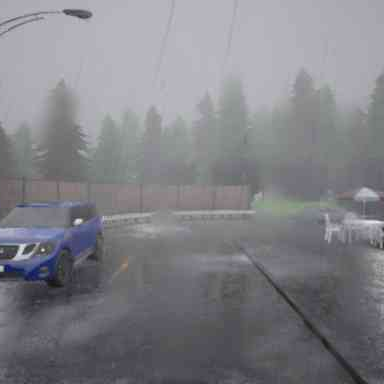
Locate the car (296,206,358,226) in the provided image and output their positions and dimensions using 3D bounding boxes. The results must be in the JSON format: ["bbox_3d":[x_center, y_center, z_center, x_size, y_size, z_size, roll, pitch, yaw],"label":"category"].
[{"bbox_3d":[9.775,1.740,24.209,4.181,1.385,1.994,0,-1,-3],"label":"car"}]

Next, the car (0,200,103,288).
[{"bbox_3d":[-4.196,1.293,9.806,2.150,2.045,5.566,0,0,-1],"label":"car"}]
